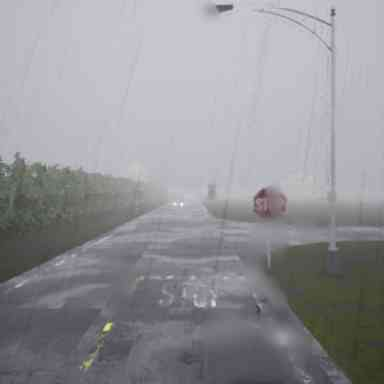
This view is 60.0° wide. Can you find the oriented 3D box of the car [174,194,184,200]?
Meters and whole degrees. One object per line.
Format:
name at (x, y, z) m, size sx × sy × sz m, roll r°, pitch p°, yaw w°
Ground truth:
car at (-2.740, 1.035, 69.303) m, size 1.895 × 1.301 × 4.718 m, roll 0°, pitch 0°, yaw 0°
